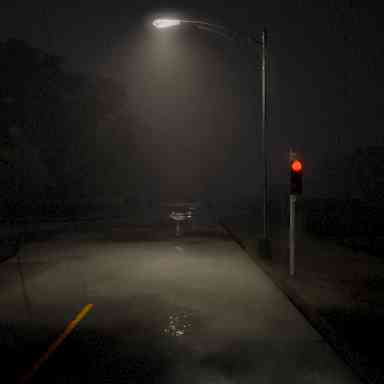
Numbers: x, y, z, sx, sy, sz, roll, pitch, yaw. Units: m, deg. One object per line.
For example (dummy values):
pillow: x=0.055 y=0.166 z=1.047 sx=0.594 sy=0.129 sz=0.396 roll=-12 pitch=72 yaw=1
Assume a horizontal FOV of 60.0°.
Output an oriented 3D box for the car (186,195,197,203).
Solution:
car: x=-0.073 y=1.525 z=67.501 sx=1.812 sy=1.442 sz=4.674 roll=0 pitch=0 yaw=0

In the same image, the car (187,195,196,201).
car: x=-0.084 y=1.427 z=77.535 sx=1.895 sy=1.301 sz=4.718 roll=0 pitch=0 yaw=0
